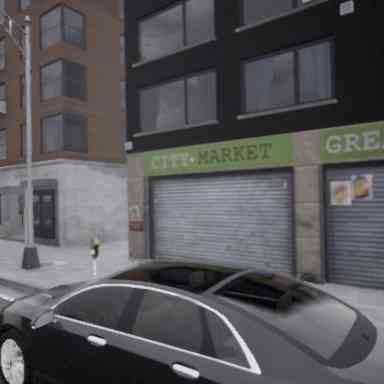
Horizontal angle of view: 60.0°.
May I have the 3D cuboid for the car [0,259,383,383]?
[{"bbox_3d":[-0.311,1.532,3.651,4.892,1.490,1.837,-1,0,35],"label":"car"}]
